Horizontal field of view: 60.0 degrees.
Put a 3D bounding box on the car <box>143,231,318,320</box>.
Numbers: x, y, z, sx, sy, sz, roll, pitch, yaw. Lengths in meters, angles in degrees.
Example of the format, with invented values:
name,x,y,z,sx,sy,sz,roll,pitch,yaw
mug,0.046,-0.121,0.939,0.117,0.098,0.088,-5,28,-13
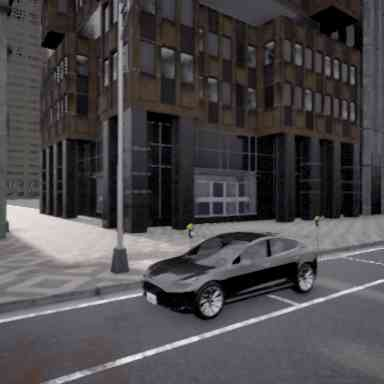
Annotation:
name,x,y,z,sx,sy,sz,roll,pitch,yaw
car,1.035,1.594,7.386,4.313,1.339,1.947,0,0,-35
